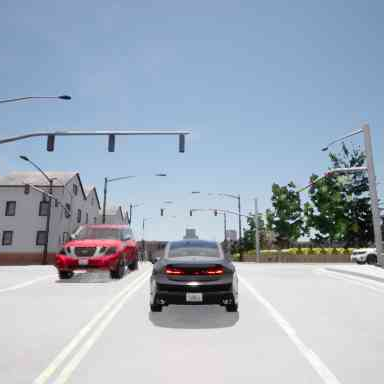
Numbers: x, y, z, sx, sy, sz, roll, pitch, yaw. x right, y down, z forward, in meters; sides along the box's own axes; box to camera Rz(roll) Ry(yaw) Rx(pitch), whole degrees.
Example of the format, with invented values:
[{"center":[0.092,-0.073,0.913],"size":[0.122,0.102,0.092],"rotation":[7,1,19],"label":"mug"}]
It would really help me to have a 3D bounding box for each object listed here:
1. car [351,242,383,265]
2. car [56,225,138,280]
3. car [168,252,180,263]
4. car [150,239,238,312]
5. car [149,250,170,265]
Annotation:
[{"center":[16.791,5.315,28.835],"size":[5.566,2.045,2.150],"rotation":[0,-12,1],"label":"car"},{"center":[-3.641,2.373,13.912],"size":[2.150,2.045,5.566],"rotation":[0,-8,0],"label":"car"},{"center":[-3.715,13.513,68.363],"size":[2.150,2.045,5.566],"rotation":[0,-12,0],"label":"car"},{"center":[0.044,1.985,8.591],"size":[1.837,1.490,4.892],"rotation":[0,-7,0],"label":"car"},{"center":[-3.647,7.531,38.133],"size":[2.128,1.511,4.902],"rotation":[0,-12,-2],"label":"car"}]
